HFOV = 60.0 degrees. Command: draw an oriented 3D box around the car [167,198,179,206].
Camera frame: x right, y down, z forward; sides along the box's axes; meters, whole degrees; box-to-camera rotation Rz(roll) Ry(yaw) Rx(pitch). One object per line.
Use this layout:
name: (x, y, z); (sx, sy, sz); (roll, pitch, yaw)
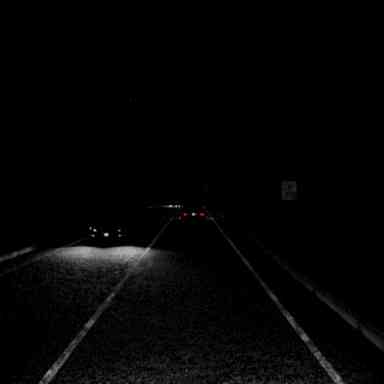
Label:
car: (-3.190, 1.674, 57.762); (2.033, 1.411, 5.357); (0, 0, 4)

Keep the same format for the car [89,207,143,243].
car: (-3.601, 1.537, 16.394); (1.837, 1.490, 4.892); (0, 0, 0)

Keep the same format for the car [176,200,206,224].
car: (0.097, 1.599, 25.584); (2.033, 1.411, 5.357); (0, 0, 0)
